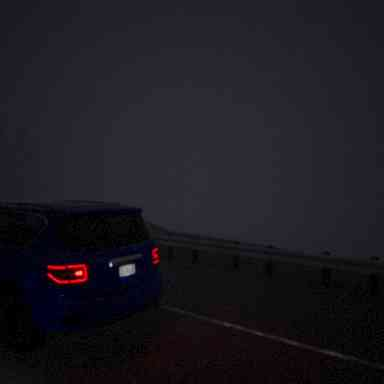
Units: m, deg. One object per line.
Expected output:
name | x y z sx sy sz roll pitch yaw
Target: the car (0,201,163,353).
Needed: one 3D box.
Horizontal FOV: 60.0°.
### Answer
car | -3.065 1.186 6.333 5.566 2.045 2.150 0 0 37
